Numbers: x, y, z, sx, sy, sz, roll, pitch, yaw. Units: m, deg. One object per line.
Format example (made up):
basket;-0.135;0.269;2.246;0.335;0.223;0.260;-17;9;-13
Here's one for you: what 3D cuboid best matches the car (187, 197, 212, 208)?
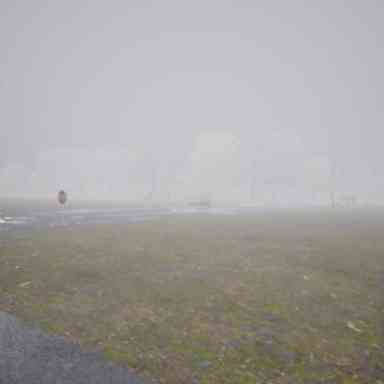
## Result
car;1.221;1.582;51.153;1.882;1.535;5.008;2;2;36
